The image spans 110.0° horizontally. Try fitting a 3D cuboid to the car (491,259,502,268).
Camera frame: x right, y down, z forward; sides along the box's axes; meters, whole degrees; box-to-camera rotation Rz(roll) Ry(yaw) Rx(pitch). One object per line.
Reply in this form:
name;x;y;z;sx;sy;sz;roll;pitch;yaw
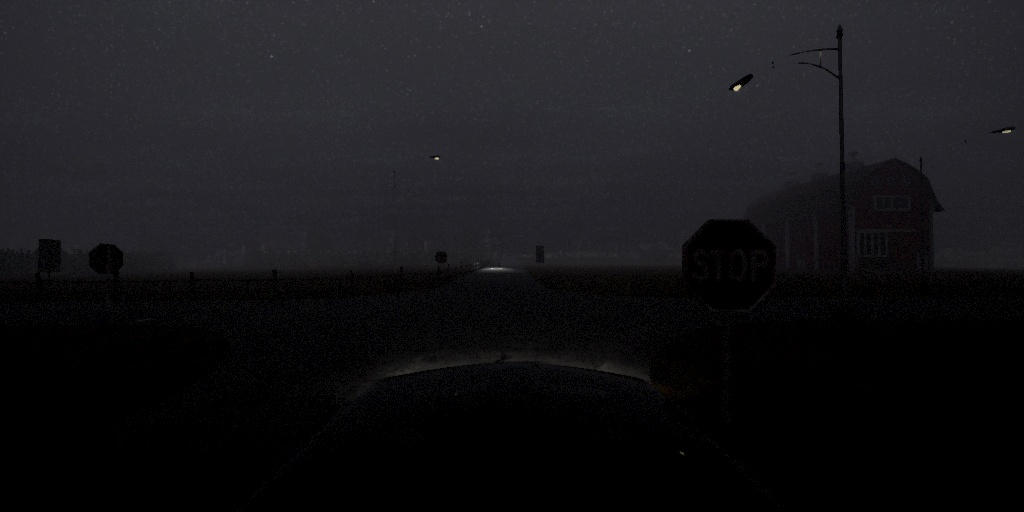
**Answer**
car;-2.750;1.313;64.303;2.128;1.511;4.902;0;0;0
